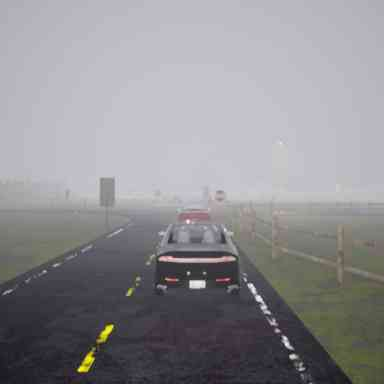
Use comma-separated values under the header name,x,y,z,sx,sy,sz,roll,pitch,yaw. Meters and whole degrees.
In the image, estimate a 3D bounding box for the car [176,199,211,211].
name,x,y,z,sx,sy,sz,roll,pitch,yaw
car,0.136,1.422,20.084,1.882,1.535,5.008,0,0,0

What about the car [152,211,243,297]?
name,x,y,z,sx,sy,sz,roll,pitch,yaw
car,0.113,1.468,8.515,2.128,1.511,4.902,0,0,0

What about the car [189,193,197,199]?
name,x,y,z,sx,sy,sz,roll,pitch,yaw
car,0.172,1.361,81.205,1.895,1.301,4.718,0,0,0

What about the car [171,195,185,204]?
name,x,y,z,sx,sy,sz,roll,pitch,yaw
car,-2.675,1.336,61.252,1.837,1.490,4.892,0,0,1

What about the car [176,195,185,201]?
name,x,y,z,sx,sy,sz,roll,pitch,yaw
car,-2.588,1.383,76.298,1.895,1.301,4.718,0,0,0

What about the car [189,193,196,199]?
name,x,y,z,sx,sy,sz,roll,pitch,yaw
car,0.194,1.100,91.176,1.812,1.442,4.674,0,0,0
